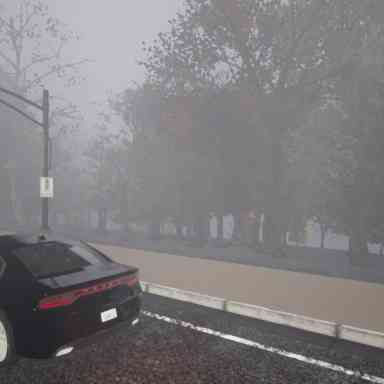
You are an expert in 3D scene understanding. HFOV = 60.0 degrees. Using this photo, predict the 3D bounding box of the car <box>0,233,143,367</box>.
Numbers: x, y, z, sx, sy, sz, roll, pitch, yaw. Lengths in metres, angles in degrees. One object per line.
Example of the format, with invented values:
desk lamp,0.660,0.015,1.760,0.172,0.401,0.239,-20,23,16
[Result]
car,-3.086,1.477,5.881,5.008,1.535,1.882,0,0,37
